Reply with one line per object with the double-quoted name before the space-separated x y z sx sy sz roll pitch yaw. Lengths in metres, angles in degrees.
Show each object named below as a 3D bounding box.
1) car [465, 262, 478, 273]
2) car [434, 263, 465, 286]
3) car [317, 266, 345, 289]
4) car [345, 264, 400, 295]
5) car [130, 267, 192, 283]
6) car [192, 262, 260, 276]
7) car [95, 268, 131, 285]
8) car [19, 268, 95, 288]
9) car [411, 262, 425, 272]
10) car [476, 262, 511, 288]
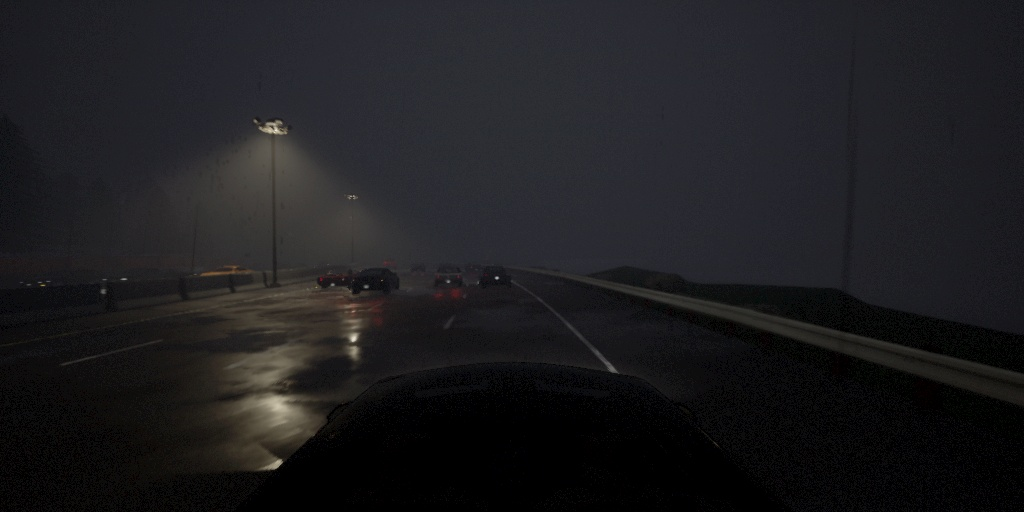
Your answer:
"car" -5.076 1.457 47.079 1.895 1.301 4.718 -1 0 -16
"car" -4.606 1.433 26.273 1.895 1.301 4.718 -1 0 -9
"car" -11.692 1.527 24.958 1.895 1.301 4.718 -1 0 -8
"car" -7.786 1.396 20.755 1.812 1.442 4.674 0 0 -7
"car" -26.752 1.696 28.121 1.994 1.385 4.181 -1 0 -9
"car" -23.458 1.566 29.724 1.882 1.535 5.008 -1 0 -10
"car" -30.503 1.686 29.346 1.837 1.490 4.892 -1 0 -10
"car" -33.650 1.726 27.065 1.837 1.490 4.892 -1 0 -9
"car" -13.510 1.574 51.369 1.895 1.301 4.718 -1 0 -18
"car" -1.225 1.350 24.586 1.994 1.385 4.181 -1 0 -8
